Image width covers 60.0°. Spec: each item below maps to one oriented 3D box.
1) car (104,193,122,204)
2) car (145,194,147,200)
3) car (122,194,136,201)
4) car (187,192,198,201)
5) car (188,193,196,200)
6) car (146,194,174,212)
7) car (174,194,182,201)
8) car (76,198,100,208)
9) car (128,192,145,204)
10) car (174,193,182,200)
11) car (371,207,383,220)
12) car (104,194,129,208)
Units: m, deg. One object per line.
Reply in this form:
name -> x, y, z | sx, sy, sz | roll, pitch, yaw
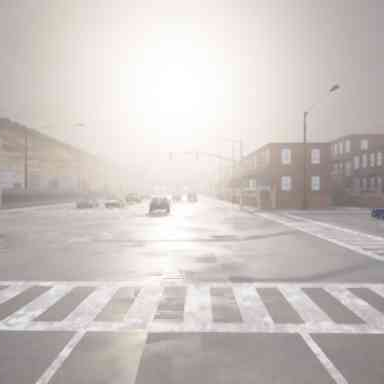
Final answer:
car -> -14.020, 1.155, 59.209 | 2.097, 1.767, 4.553 | 0, 0, 1
car -> -10.476, 1.191, 75.022 | 1.837, 1.490, 4.892 | 0, 0, 0
car -> -13.976, 1.253, 74.176 | 2.128, 1.511, 4.902 | 0, 0, 0
car -> 0.024, 0.971, 72.839 | 2.150, 2.045, 5.566 | 0, 0, 0
car -> 0.027, 1.029, 83.282 | 2.097, 1.767, 4.553 | 0, 0, 0
car -> -3.388, 1.231, 36.370 | 2.097, 1.767, 4.553 | 0, 0, 0
car -> -3.476, 1.228, 73.142 | 1.882, 1.535, 5.008 | 0, 0, 0
car -> -14.064, 1.452, 45.002 | 1.895, 1.301, 4.718 | 0, 0, 0
car -> -10.515, 1.022, 59.966 | 2.150, 2.045, 5.566 | 0, 0, 1
car -> -3.473, 1.151, 83.312 | 1.882, 1.535, 5.008 | 0, 0, 0
car -> 16.160, 1.393, 24.944 | 5.008, 1.535, 1.882 | 0, 0, 0
car -> -10.560, 1.395, 45.908 | 2.033, 1.411, 5.357 | 0, 0, 0
